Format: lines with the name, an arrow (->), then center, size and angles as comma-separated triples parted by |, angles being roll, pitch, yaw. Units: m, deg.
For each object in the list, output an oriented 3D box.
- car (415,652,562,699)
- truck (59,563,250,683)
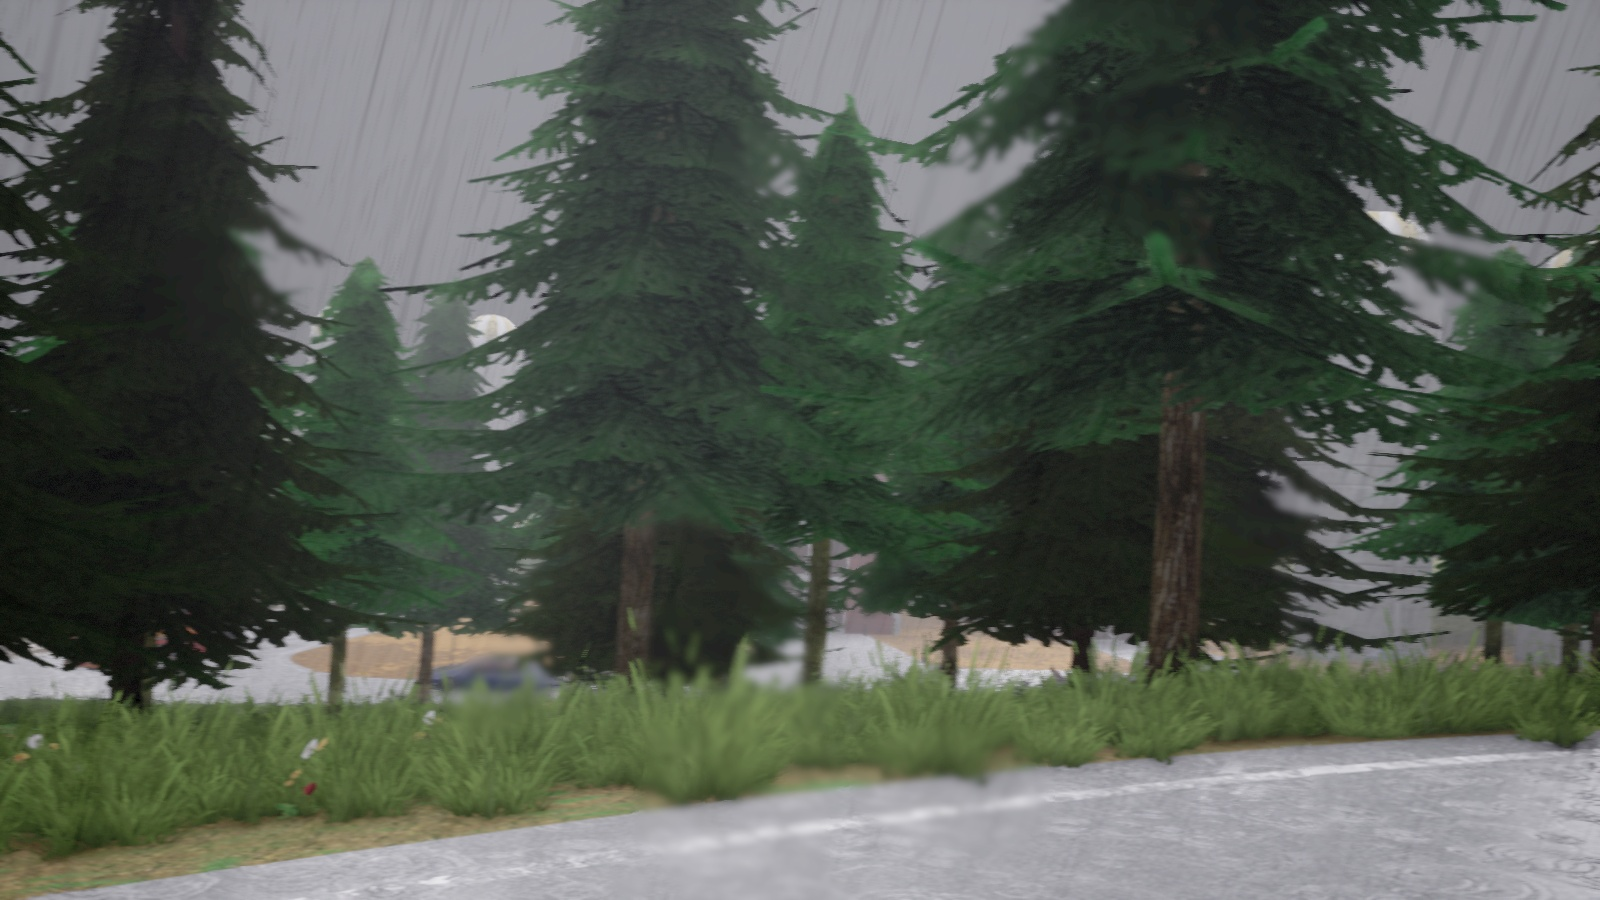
car -> -12.096, 8.802, 48.975 | 5.357, 1.411, 2.033 | 3, -2, -13
truck -> -26.057, 6.859, 51.286 | 2.891, 3.827, 8.468 | 3, -2, 3
